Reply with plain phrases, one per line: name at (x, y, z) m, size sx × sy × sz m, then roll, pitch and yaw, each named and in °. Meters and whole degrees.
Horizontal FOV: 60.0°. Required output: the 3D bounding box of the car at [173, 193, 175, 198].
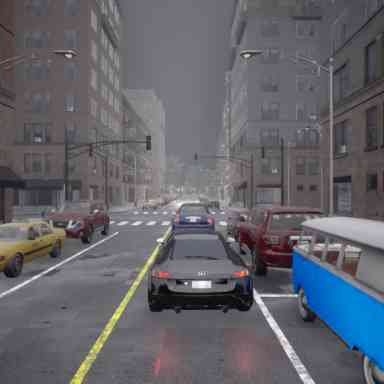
car at (-5.327, 1.437, 70.444) m, size 1.967 × 1.590 × 4.097 m, roll 0°, pitch 0°, yaw 0°

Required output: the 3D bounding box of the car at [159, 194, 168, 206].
car at (-5.352, 1.522, 53.828) m, size 1.752 × 1.417 × 4.829 m, roll 0°, pitch 0°, yaw 0°

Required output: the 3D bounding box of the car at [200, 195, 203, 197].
car at (2.698, 1.547, 53.989) m, size 2.008 × 1.369 × 4.403 m, roll 0°, pitch 0°, yaw 0°

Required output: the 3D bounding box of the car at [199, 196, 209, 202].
car at (2.722, 1.548, 75.917) m, size 2.008 × 1.369 × 4.403 m, roll 0°, pitch 0°, yaw 0°

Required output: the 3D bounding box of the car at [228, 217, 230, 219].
car at (2.656, 1.581, 16.017) m, size 1.802 × 1.307 × 4.206 m, roll 0°, pitch 0°, yaw 0°

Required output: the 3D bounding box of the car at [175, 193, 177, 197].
car at (-5.311, 1.563, 81.409) m, size 1.947 × 1.339 × 4.313 m, roll 0°, pitch 0°, yaw 0°

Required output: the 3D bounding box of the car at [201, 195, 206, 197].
car at (2.692, 1.541, 48.507) m, size 1.887 × 1.381 × 4.507 m, roll 0°, pitch 0°, yaw 0°

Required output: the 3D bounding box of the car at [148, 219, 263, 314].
car at (0.107, 1.564, 7.732) m, size 1.994 × 1.385 × 4.181 m, roll 0°, pitch 0°, yaw -2°

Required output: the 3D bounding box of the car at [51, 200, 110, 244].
car at (-5.382, 1.314, 16.027) m, size 2.192 × 1.841 × 5.009 m, roll 0°, pitch 0°, yaw 0°

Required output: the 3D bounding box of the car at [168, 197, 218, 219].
car at (0.069, 1.350, 17.791) m, size 2.097 × 1.767 × 4.553 m, roll 0°, pitch 0°, yaw 0°

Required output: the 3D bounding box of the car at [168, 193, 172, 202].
car at (-5.343, 1.311, 59.480) m, size 2.192 × 1.841 × 5.009 m, roll 0°, pitch 0°, yaw 0°

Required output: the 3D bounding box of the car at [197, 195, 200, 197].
car at (2.716, 1.548, 70.435) m, size 2.008 × 1.369 × 4.403 m, roll 0°, pitch 0°, yaw 0°

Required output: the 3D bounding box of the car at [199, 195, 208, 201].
car at (2.728, 1.437, 81.399) m, size 1.967 × 1.590 × 4.097 m, roll 0°, pitch 0°, yaw 0°

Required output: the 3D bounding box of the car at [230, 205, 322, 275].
car at (2.650, 1.314, 10.338) m, size 2.192 × 1.841 × 5.009 m, roll 0°, pitch 0°, yaw 0°

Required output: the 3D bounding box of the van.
van at (2.643, 1.341, 4.659) m, size 1.690 × 1.788 × 3.998 m, roll 0°, pitch 0°, yaw 0°

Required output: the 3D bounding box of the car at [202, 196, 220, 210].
car at (2.686, 1.547, 43.026) m, size 2.008 × 1.369 × 4.403 m, roll 0°, pitch 0°, yaw 0°

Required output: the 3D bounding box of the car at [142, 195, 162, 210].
car at (-5.368, 1.521, 42.864) m, size 1.752 × 1.417 × 4.829 m, roll 0°, pitch 0°, yaw 0°

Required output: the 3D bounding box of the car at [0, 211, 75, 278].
car at (-5.388, 1.525, 10.178) m, size 1.752 × 1.417 × 4.829 m, roll 0°, pitch 0°, yaw 0°

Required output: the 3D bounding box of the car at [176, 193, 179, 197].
car at (-5.303, 1.312, 86.890) m, size 2.192 × 1.841 × 5.009 m, roll 0°, pitch 0°, yaw 0°
